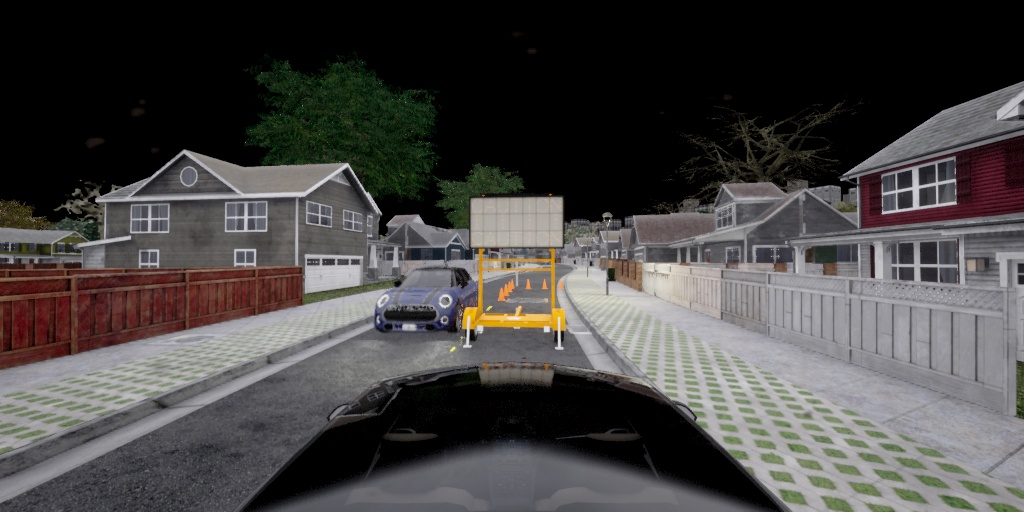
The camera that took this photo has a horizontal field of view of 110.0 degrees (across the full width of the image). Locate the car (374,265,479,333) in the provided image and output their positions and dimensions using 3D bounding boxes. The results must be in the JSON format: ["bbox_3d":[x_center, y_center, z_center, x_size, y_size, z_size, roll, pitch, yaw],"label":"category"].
[{"bbox_3d":[-2.302,1.109,10.767,2.097,1.767,4.553,0,0,4],"label":"car"}]

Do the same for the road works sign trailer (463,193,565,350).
[{"bbox_3d":[0.131,0.218,9.160,2.380,3.560,2.880,0,0,5],"label":"road works sign trailer"}]
